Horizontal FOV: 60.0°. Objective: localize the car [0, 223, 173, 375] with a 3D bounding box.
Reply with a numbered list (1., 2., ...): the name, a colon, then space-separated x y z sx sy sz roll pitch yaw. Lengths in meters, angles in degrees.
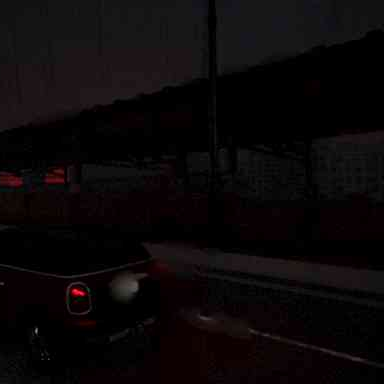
1. car: -2.583 1.348 5.833 4.553 1.767 2.097 0 0 35
